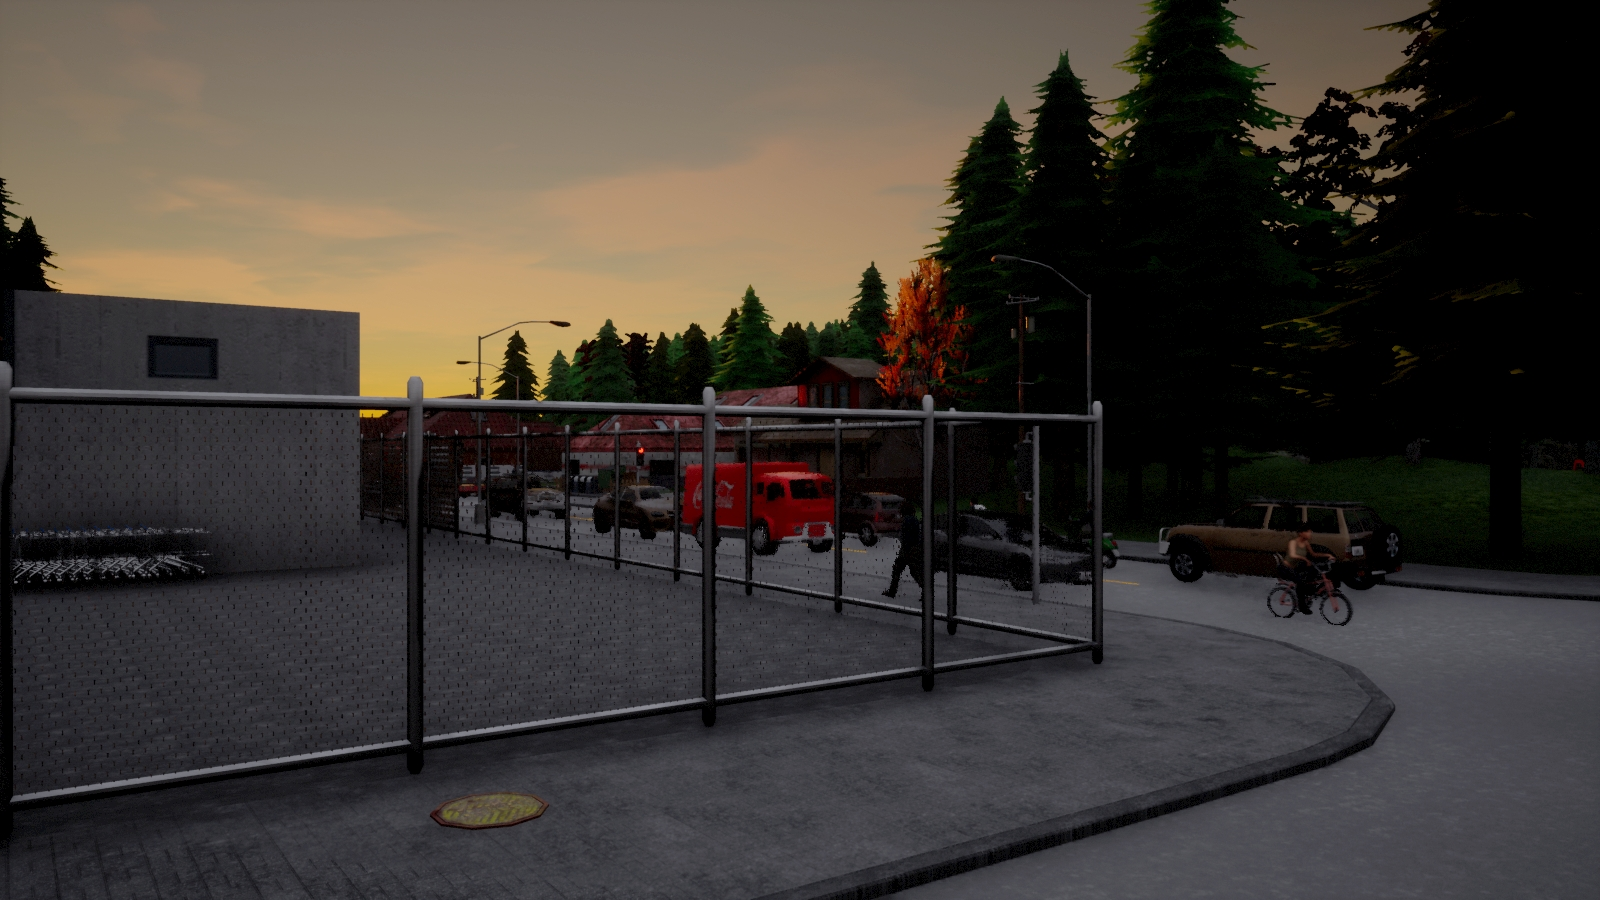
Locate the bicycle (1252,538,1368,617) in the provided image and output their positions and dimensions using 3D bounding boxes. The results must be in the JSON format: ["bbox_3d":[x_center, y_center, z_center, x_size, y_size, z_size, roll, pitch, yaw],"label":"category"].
[{"bbox_3d":[8.240,2.033,18.515,0.859,1.080,1.487,0,0,-33],"label":"bicycle"}]

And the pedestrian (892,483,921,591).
[{"bbox_3d":[1.878,1.515,20.120,0.375,1.860,0.375,0,0,35],"label":"pedestrian"}]

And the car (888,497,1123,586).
[{"bbox_3d":[4.229,1.840,24.308,2.163,1.488,4.792,0,0,-35],"label":"car"}]

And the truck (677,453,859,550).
[{"bbox_3d":[-1.002,1.365,31.802,2.627,2.467,5.204,0,-1,-35],"label":"truck"}]

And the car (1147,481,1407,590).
[{"bbox_3d":[9.642,1.640,23.438,1.932,1.855,4.605,0,0,-35],"label":"car"}]

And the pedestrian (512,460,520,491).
[{"bbox_3d":[-16.940,1.519,68.175,0.375,1.860,0.375,0,0,-26],"label":"pedestrian"}]

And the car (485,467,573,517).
[{"bbox_3d":[-11.017,1.640,46.216,1.932,1.855,4.605,0,0,-34],"label":"car"}]

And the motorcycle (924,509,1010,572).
[{"bbox_3d":[3.660,1.959,25.125,0.856,1.236,1.805,0,0,-35],"label":"motorcycle"}]

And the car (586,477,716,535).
[{"bbox_3d":[-4.974,1.768,37.516,2.152,1.651,5.027,0,0,-35],"label":"car"}]
